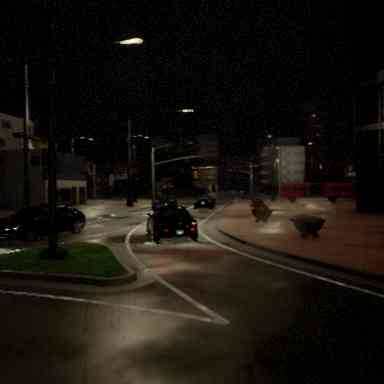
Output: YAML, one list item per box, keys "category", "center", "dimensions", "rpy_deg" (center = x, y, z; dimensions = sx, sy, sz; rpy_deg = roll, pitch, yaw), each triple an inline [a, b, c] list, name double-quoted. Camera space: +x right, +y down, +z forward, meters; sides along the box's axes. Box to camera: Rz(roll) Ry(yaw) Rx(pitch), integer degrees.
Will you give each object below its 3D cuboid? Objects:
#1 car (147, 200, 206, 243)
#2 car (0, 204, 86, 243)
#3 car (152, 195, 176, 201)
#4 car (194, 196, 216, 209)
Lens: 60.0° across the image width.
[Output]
- category: "car"
  center: [-0.957, 1.338, 15.002]
  dimensions: [1.812, 1.442, 4.674]
  rpy_deg: [-1, 1, -12]
- category: "car"
  center: [-7.002, 1.370, 15.541]
  dimensions: [1.837, 1.490, 4.892]
  rpy_deg: [0, 1, 20]
- category: "car"
  center: [-2.730, 1.099, 33.590]
  dimensions: [1.837, 1.490, 4.892]
  rpy_deg: [0, 0, 10]
- category: "car"
  center: [1.455, 1.081, 36.284]
  dimensions: [1.994, 1.385, 4.181]
  rpy_deg: [0, 1, 9]
